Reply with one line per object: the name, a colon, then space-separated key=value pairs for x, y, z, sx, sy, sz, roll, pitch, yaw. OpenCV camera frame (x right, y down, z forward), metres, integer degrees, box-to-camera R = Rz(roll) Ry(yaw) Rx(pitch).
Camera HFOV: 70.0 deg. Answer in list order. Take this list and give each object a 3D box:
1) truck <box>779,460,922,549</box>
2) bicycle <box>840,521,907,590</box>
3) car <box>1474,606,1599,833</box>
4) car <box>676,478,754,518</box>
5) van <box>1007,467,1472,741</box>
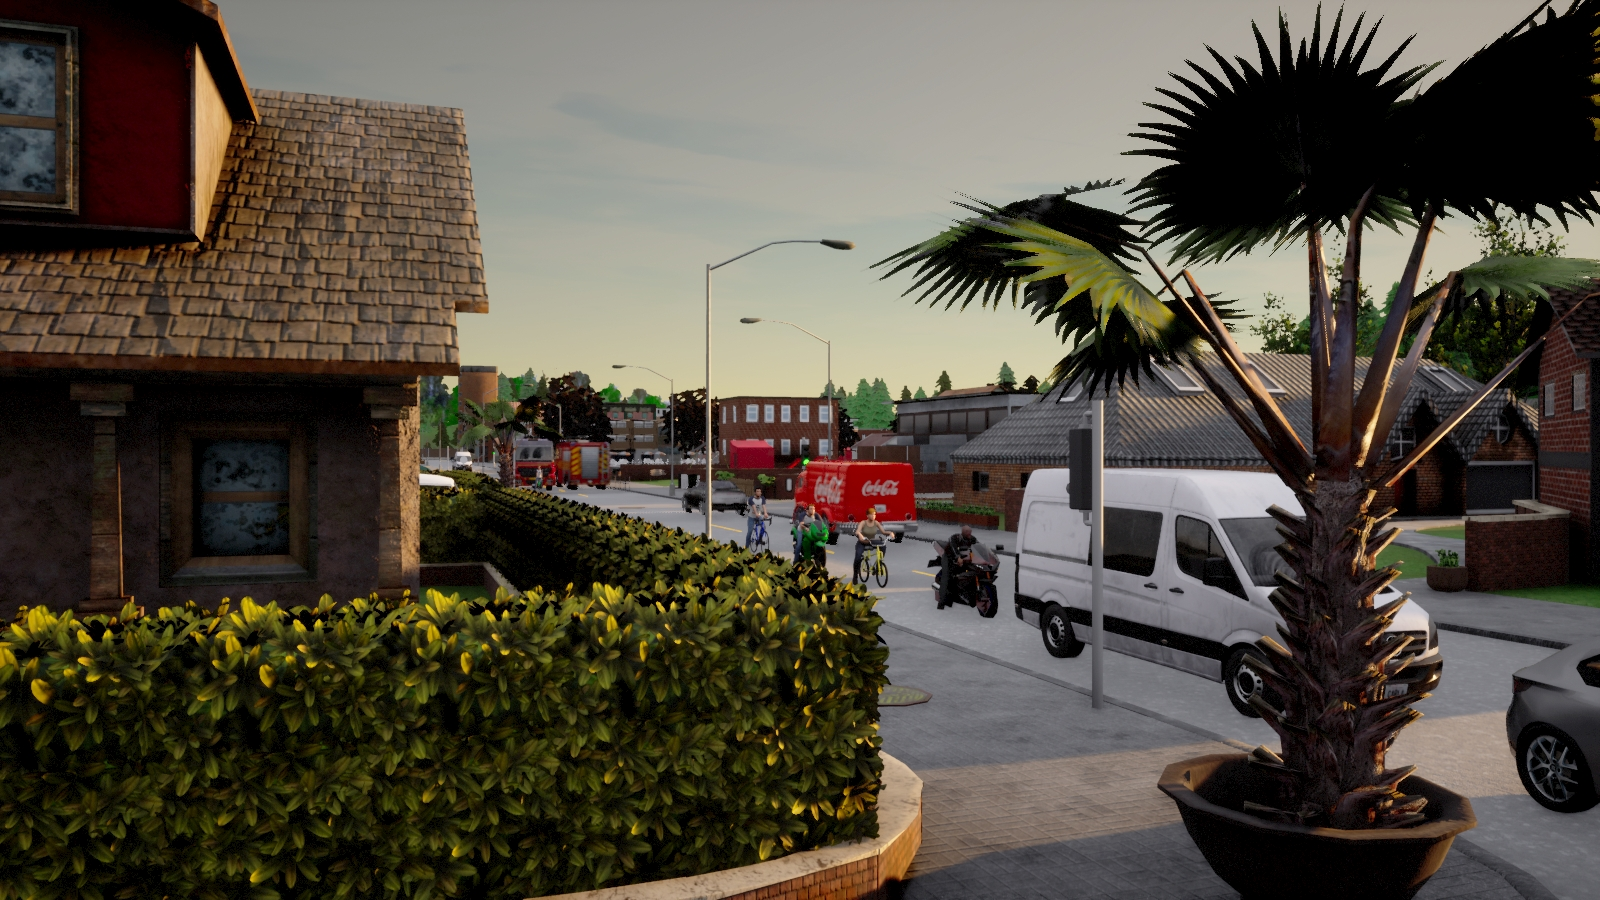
truck: x=1.454 y=1.578 z=35.512 sx=2.627 sy=2.467 sz=5.204 roll=0 pitch=0 yaw=-20
bicycle: x=1.505 y=2.162 z=23.648 sx=0.859 sy=1.276 sz=1.487 roll=0 pitch=0 yaw=-19
car: x=6.934 y=2.069 z=7.650 sx=1.816 sy=1.474 sz=4.193 roll=0 pitch=0 yaw=-12
car: x=-3.780 y=2.053 z=49.878 sx=2.128 sy=1.511 sz=4.902 roll=0 pitch=0 yaw=-20
van: x=4.966 y=1.538 z=14.186 sx=1.988 sy=2.561 sz=5.915 roll=0 pitch=0 yaw=-20
